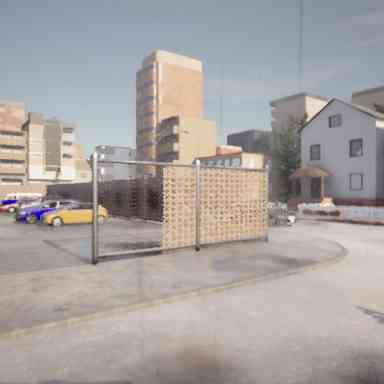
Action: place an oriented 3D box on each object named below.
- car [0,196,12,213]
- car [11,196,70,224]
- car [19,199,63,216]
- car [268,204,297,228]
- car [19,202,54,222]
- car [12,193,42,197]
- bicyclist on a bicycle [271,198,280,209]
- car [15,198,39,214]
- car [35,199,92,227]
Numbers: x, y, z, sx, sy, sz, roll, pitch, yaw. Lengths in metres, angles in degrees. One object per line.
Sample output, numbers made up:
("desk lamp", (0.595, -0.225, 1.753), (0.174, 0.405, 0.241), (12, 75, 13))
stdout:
("car", (-17.631, 1.478, 35.766), (5.357, 1.415, 2.033), (0, 0, -36))
("car", (-10.066, 1.351, 23.857), (4.611, 1.667, 2.242), (0, 0, -36))
("car", (-14.575, 1.417, 32.199), (3.633, 1.501, 1.845), (0, 0, -36))
("car", (4.705, 1.501, 22.282), (2.128, 1.511, 4.902), (0, 0, -36))
("car", (-11.801, 1.455, 25.235), (2.207, 1.379, 1.481), (0, 0, -36))
("car", (-12.355, 1.246, 27.496), (3.866, 1.878, 1.905), (0, 0, -36))
("bicyclist on a bicycle", (7.984, 1.364, 32.139), (1.656, 1.620, 0.582), (0, 0, -36))
("car", (-17.629, 1.406, 35.489), (1.789, 1.547, 3.705), (0, 0, -36))
("car", (-7.623, 1.420, 21.705), (4.193, 1.474, 1.816), (0, 0, -36))
